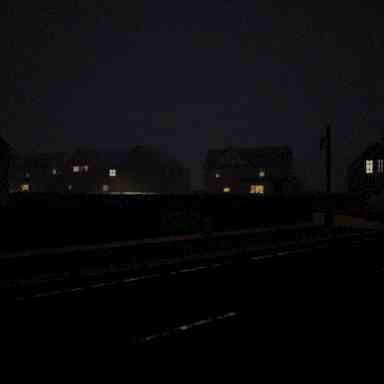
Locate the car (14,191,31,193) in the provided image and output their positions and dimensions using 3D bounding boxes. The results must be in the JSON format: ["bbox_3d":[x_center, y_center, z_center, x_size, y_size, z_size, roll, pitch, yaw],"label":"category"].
[{"bbox_3d":[-18.756,0.694,37.198,4.902,1.511,2.128,1,1,19],"label":"car"}]
